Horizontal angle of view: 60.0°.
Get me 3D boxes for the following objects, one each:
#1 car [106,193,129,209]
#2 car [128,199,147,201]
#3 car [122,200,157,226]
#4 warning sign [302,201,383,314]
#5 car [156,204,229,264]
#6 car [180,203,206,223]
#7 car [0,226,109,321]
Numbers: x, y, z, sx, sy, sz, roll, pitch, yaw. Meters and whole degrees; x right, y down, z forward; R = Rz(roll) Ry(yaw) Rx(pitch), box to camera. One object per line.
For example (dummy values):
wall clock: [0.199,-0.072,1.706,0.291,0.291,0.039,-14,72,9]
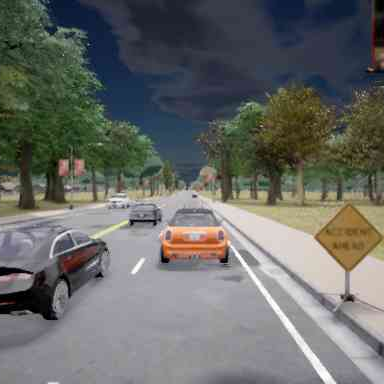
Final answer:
car: [-9.826,1.211,44.652,2.150,2.045,5.566,0,0,0]
car: [-6.584,1.587,43.123,1.895,1.301,4.718,0,0,0]
car: [-3.181,1.532,23.509,2.033,1.411,5.357,0,0,0]
warning sign: [2.858,1.109,6.107,1.300,1.860,1.060,0,0,0]
car: [0.084,1.344,11.941,2.097,1.767,4.553,0,0,0]
car: [0.087,1.584,26.733,1.895,1.301,4.718,0,0,0]
car: [-3.189,1.485,7.241,2.128,1.511,4.902,0,0,0]
